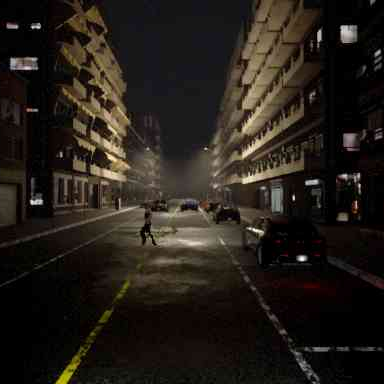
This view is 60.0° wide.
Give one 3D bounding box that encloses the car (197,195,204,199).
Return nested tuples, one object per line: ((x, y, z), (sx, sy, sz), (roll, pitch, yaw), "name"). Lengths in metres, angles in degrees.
((2.152, 1.599, 57.606), (1.802, 1.307, 4.206), (1, 0, -1), "car")

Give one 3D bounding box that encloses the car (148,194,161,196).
((-6.171, 1.330, 51.994), (2.192, 1.841, 5.009), (1, 0, -1), "car")

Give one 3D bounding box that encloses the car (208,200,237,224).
((2.471, 1.557, 24.180), (2.008, 1.369, 4.403), (1, 0, -1), "car")

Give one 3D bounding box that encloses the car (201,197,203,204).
((2.312, 1.593, 40.894), (1.802, 1.307, 4.206), (1, 0, -1), "car")

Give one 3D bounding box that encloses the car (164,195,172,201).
((-6.547, 1.594, 90.991), (1.947, 1.339, 4.313), (1, 0, -1), "car")

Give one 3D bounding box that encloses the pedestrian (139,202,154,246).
((-1.882, 1.297, 13.733), (0.375, 1.860, 0.375), (1, -1, -6), "pedestrian")

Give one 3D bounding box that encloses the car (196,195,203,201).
((1.893, 1.552, 85.631), (1.752, 1.417, 4.829), (1, 0, -1), "car")

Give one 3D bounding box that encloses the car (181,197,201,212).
((-0.275, 1.611, 37.995), (1.895, 1.301, 4.718), (0, 0, 0), "car")

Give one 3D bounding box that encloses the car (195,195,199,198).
((-0.452, 1.561, 48.162), (2.033, 1.411, 5.357), (0, 0, -1), "car")

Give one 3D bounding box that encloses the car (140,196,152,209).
((-6.121, 1.579, 46.424), (1.947, 1.339, 4.313), (1, 0, -1), "car")

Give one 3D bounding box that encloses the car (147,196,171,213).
((-3.447, 1.515, 36.518), (1.837, 1.490, 4.892), (0, 0, -1), "car")

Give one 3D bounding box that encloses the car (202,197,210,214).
((2.364, 1.535, 35.492), (1.752, 1.417, 4.829), (1, 0, -1), "car")

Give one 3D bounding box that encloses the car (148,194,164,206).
((-6.224, 1.332, 57.566), (2.192, 1.841, 5.009), (1, 0, -1), "car")

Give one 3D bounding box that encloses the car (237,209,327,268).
((2.894, 1.509, 11.236), (1.837, 1.490, 4.892), (0, 0, -1), "car")
